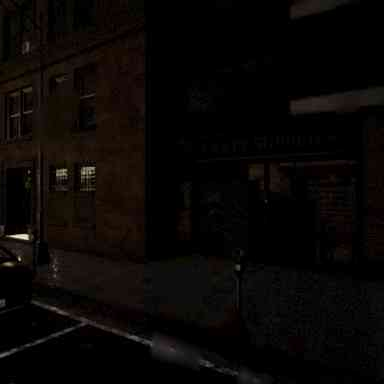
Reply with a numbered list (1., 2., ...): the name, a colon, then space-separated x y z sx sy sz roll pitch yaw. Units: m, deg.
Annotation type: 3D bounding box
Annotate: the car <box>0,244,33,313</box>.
1. car: -4.853 1.551 6.530 4.403 1.369 2.008 0 0 35
